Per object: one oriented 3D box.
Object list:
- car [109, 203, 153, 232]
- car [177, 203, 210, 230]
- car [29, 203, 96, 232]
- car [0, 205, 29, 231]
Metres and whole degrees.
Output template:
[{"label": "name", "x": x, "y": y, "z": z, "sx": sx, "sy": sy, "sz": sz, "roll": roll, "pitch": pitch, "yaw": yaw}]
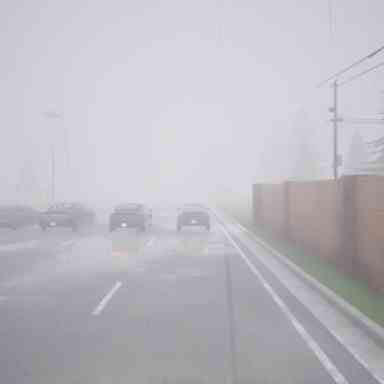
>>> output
[{"label": "car", "x": -3.405, "y": 1.372, "z": 19.035, "sx": 1.837, "sy": 1.490, "sz": 4.892, "roll": 0, "pitch": 0, "yaw": 0}, {"label": "car", "x": 0.081, "y": 1.387, "z": 19.957, "sx": 1.812, "sy": 1.442, "sz": 4.674, "roll": 0, "pitch": 0, "yaw": 0}, {"label": "car", "x": -6.905, "y": 1.360, "z": 18.948, "sx": 2.128, "sy": 1.511, "sz": 4.902, "roll": 0, "pitch": 0, "yaw": 0}, {"label": "car", "x": -10.405, "y": 1.428, "z": 19.592, "sx": 1.994, "sy": 1.385, "sz": 4.181, "roll": 0, "pitch": 0, "yaw": 0}]
